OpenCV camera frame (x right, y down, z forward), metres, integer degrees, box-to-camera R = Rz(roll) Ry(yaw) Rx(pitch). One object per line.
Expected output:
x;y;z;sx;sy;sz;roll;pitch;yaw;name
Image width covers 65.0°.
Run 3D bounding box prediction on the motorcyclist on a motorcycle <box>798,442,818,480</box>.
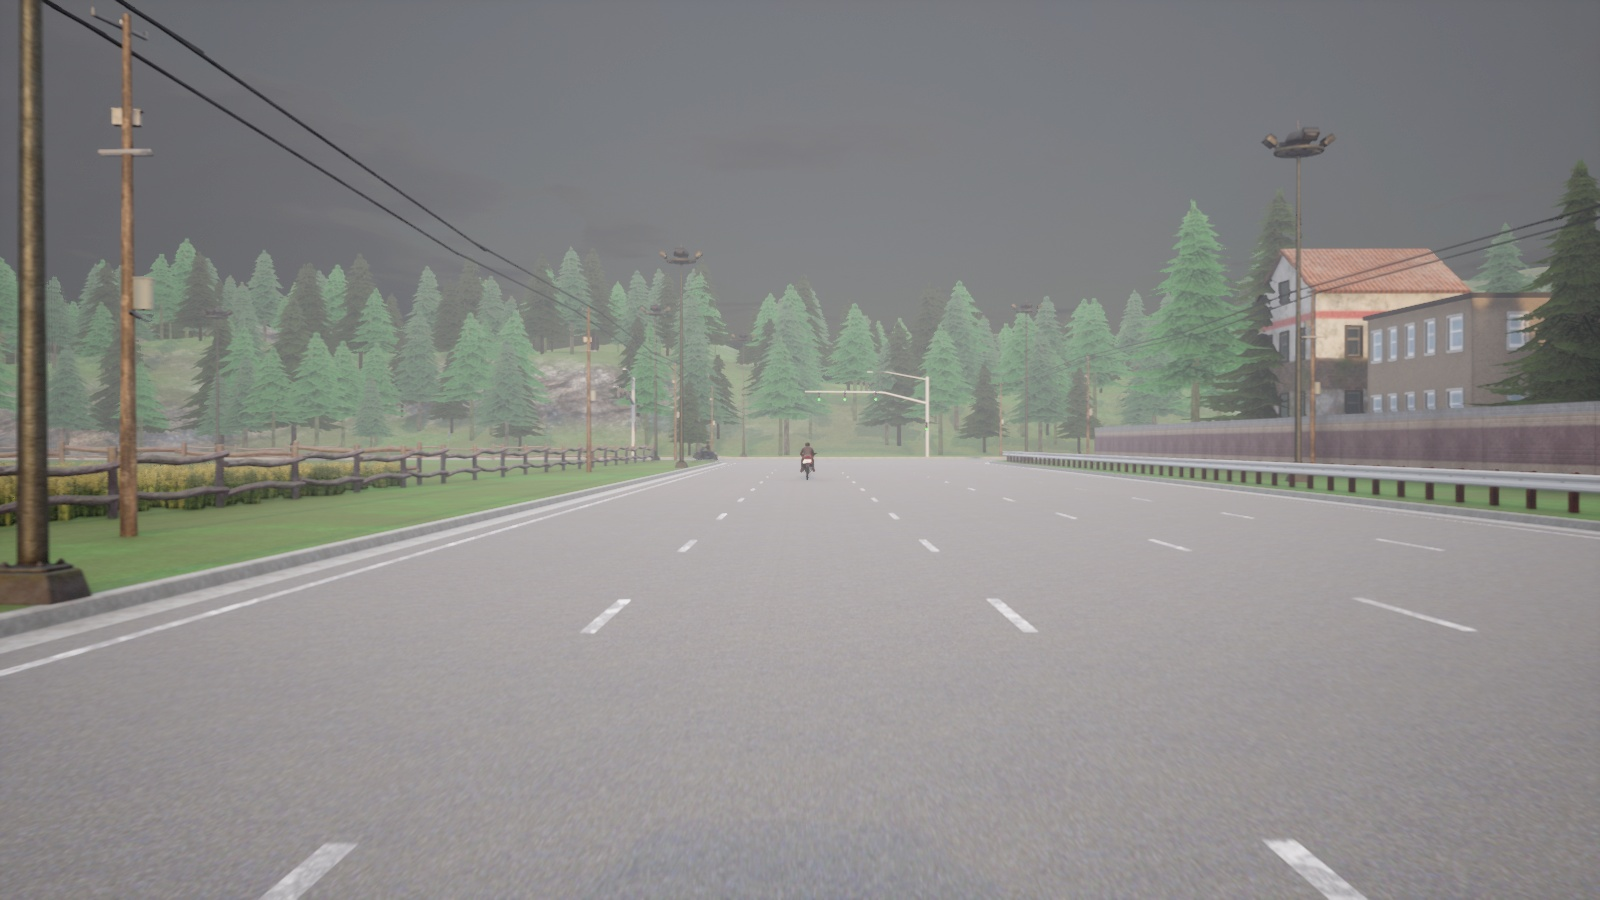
0.307;0.441;51.056;0.797;1.523;2.044;0;0;0;motorcyclist on a motorcycle
